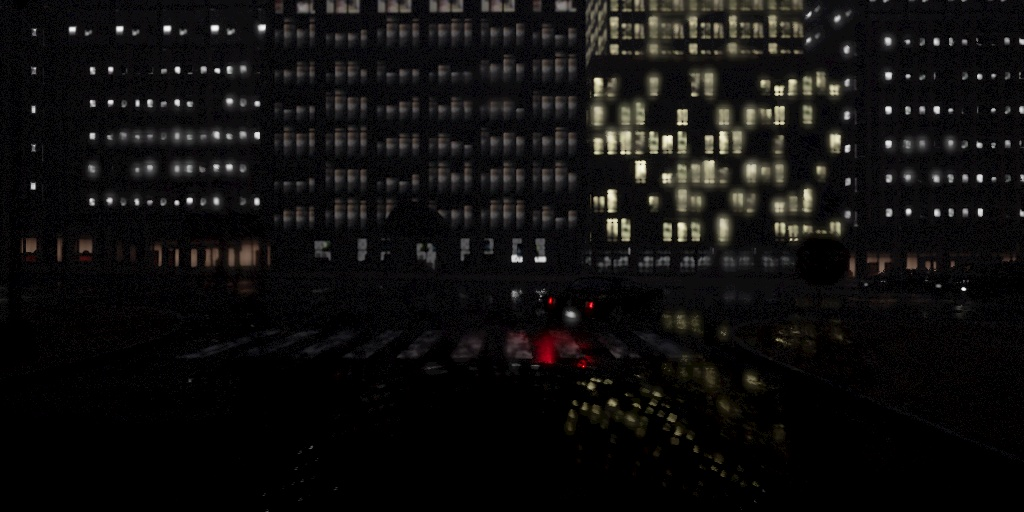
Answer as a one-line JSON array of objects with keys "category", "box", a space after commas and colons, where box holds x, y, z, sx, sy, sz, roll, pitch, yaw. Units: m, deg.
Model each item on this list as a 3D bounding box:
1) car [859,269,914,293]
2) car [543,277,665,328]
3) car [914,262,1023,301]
[{"category": "car", "box": [25.217, 1.606, 23.008, 4.902, 1.511, 2.128, 1, 0, 1]}, {"category": "car", "box": [3.138, 1.302, 11.374, 1.895, 1.301, 4.718, 0, 0, 43]}, {"category": "car", "box": [26.297, 1.340, 19.747, 5.566, 2.045, 2.150, 1, 0, 1]}]
